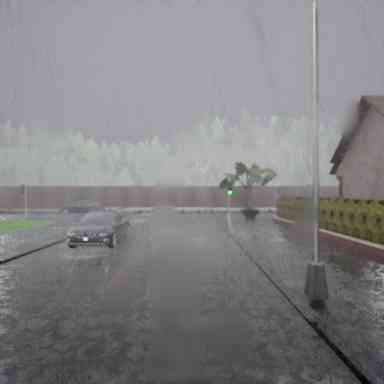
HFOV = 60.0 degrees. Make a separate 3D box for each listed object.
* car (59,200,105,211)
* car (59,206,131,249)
[{"bbox_3d":[-12.010,1.688,36.508,4.892,1.490,1.837,0,-1,3],"label":"car"},{"bbox_3d":[-4.021,1.583,15.049,1.837,1.490,4.892,0,-1,0],"label":"car"}]
